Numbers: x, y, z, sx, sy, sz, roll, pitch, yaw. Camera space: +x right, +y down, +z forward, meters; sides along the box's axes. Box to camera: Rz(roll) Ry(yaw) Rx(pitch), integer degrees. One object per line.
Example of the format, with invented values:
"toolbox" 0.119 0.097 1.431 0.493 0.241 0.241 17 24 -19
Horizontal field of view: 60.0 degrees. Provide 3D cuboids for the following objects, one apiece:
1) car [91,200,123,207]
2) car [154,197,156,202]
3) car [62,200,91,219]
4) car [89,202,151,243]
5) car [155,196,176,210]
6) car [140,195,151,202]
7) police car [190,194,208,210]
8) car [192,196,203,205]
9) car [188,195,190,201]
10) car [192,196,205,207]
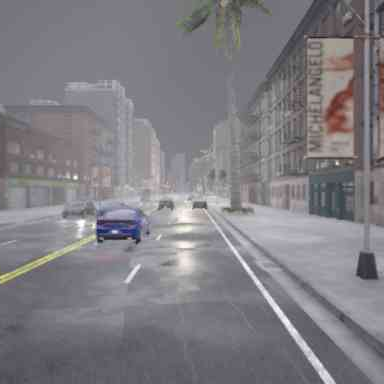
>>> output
"car" -6.591 1.468 27.913 1.882 1.535 5.008 0 0 0
"car" -6.495 1.480 68.458 1.812 1.442 4.674 0 0 0
"car" -9.837 1.494 29.328 1.837 1.490 4.892 0 0 0
"car" -3.147 1.472 16.037 1.882 1.535 5.008 0 0 0
"car" -3.147 1.490 41.983 1.837 1.490 4.892 0 0 0
"car" -9.746 1.455 69.731 1.837 1.490 4.892 0 0 0
"police car" 0.978 1.411 42.074 1.930 1.638 5.238 0 0 0
"car" 0.979 1.434 58.155 1.801 1.575 5.366 0 0 0
"car" 0.005 1.413 76.191 1.994 1.385 4.181 0 0 0
"car" 0.979 1.437 52.155 1.801 1.575 5.366 0 0 0
